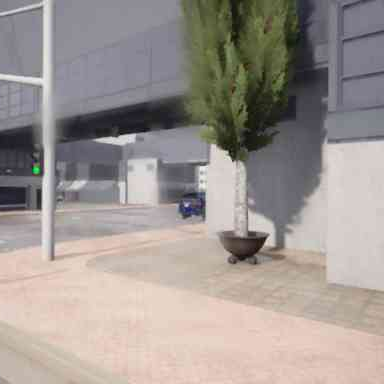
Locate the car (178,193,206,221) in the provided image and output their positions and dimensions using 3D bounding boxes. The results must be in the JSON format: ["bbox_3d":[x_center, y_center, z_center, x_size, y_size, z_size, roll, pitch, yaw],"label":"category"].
[{"bbox_3d":[1.188,1.064,26.096,2.150,2.045,5.566,1,0,36],"label":"car"}]
